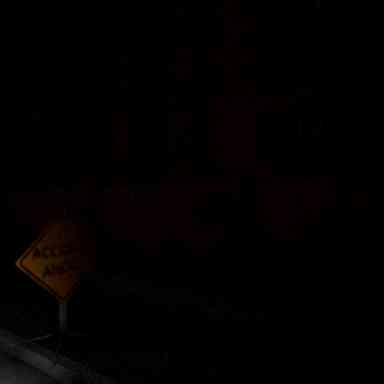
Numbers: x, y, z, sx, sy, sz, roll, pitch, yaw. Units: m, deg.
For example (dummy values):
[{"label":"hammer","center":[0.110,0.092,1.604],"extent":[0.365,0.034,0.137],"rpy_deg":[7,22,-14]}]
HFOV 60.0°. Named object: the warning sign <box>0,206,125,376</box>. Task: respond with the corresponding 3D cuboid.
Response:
[{"label":"warning sign","center":[-1.788,1.153,4.592],"extent":[1.060,1.860,1.300],"rpy_deg":[-1,0,35]}]
